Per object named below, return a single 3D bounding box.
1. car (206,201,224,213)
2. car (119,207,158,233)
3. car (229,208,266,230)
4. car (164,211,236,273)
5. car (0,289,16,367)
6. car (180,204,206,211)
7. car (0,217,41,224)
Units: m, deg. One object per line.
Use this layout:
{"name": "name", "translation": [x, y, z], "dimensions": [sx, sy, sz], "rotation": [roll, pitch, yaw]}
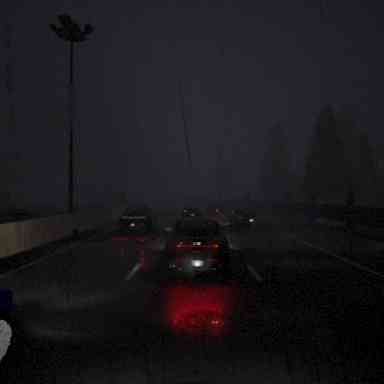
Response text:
{"name": "car", "translation": [2.500, 1.833, 39.550], "dimensions": [1.837, 1.490, 4.892], "rotation": [0, 0, -8]}
{"name": "car", "translation": [-3.294, 1.655, 20.972], "dimensions": [2.128, 1.511, 4.902], "rotation": [0, 0, 0]}
{"name": "car", "translation": [3.690, 1.757, 22.695], "dimensions": [1.994, 1.385, 4.181], "rotation": [0, 0, 0]}
{"name": "car", "translation": [0.154, 1.595, 10.936], "dimensions": [1.837, 1.490, 4.892], "rotation": [0, 0, 0]}
{"name": "car", "translation": [-3.394, 1.493, 2.642], "dimensions": [1.882, 1.535, 5.008], "rotation": [0, 0, 0]}
{"name": "car", "translation": [-0.084, 1.772, 30.263], "dimensions": [1.812, 1.442, 4.674], "rotation": [0, 0, -3]}
{"name": "car", "translation": [-10.531, 1.701, 19.614], "dimensions": [1.994, 1.385, 4.181], "rotation": [0, 0, 0]}
